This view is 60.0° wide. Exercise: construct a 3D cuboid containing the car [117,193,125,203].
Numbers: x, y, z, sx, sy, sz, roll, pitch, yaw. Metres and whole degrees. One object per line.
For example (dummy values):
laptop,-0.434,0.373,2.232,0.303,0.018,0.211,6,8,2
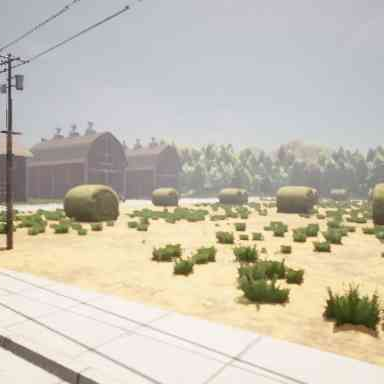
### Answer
car,-14.501,1.124,67.227,1.905,1.878,3.866,6,1,-9
